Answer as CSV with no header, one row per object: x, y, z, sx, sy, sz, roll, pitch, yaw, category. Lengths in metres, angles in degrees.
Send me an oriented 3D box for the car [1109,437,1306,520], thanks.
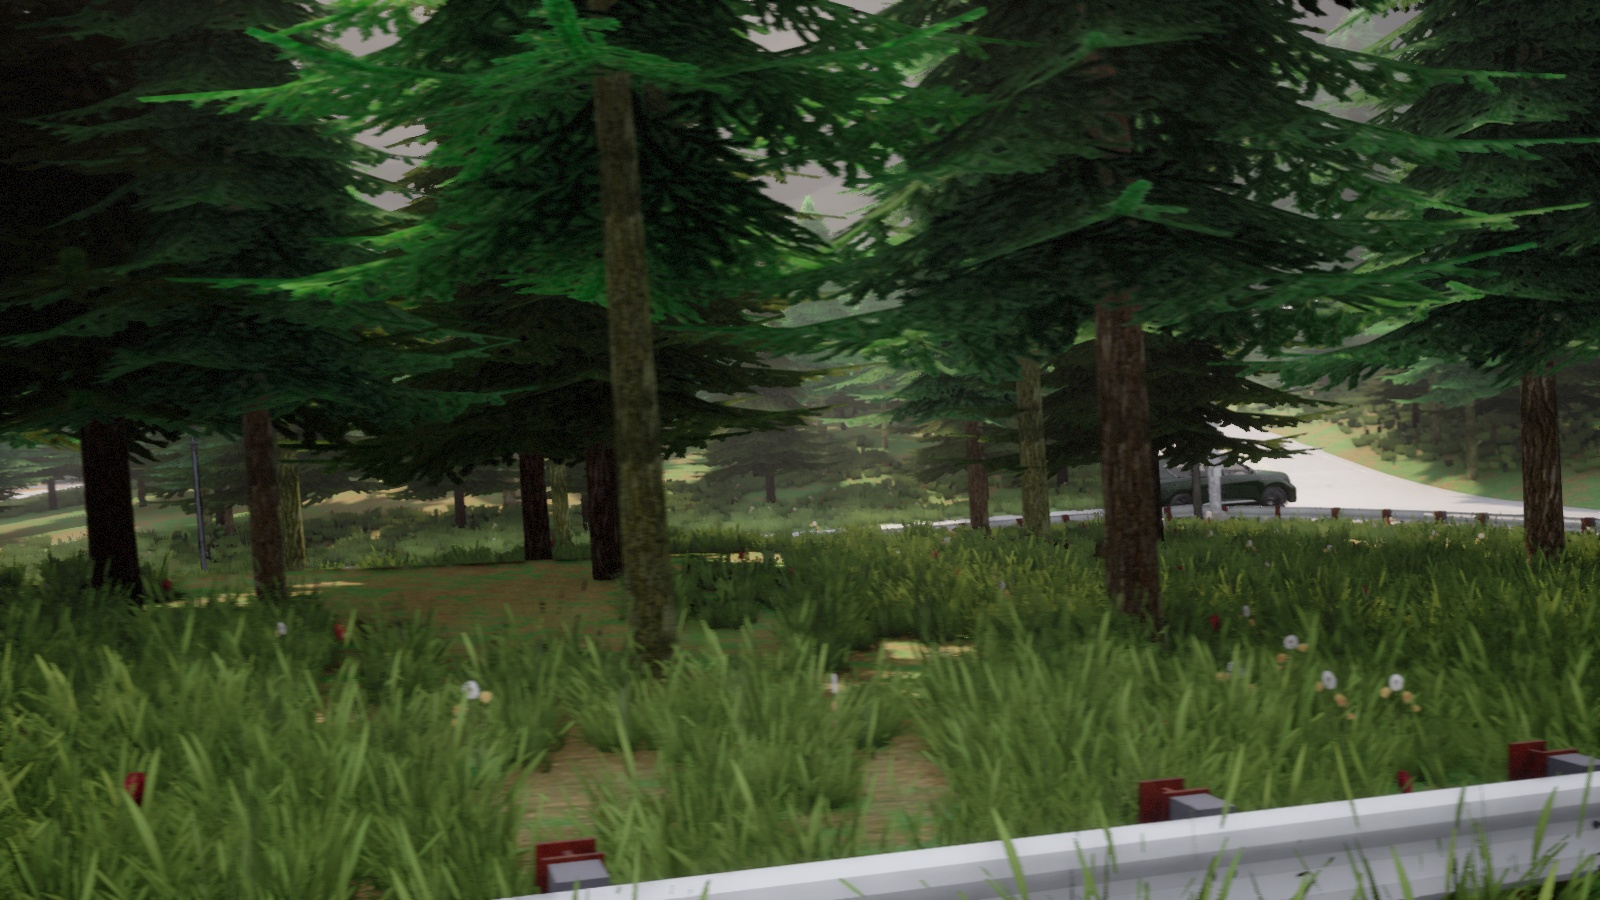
12.785,0.834,39.465,5.566,2.045,2.150,-5,3,-17,car
